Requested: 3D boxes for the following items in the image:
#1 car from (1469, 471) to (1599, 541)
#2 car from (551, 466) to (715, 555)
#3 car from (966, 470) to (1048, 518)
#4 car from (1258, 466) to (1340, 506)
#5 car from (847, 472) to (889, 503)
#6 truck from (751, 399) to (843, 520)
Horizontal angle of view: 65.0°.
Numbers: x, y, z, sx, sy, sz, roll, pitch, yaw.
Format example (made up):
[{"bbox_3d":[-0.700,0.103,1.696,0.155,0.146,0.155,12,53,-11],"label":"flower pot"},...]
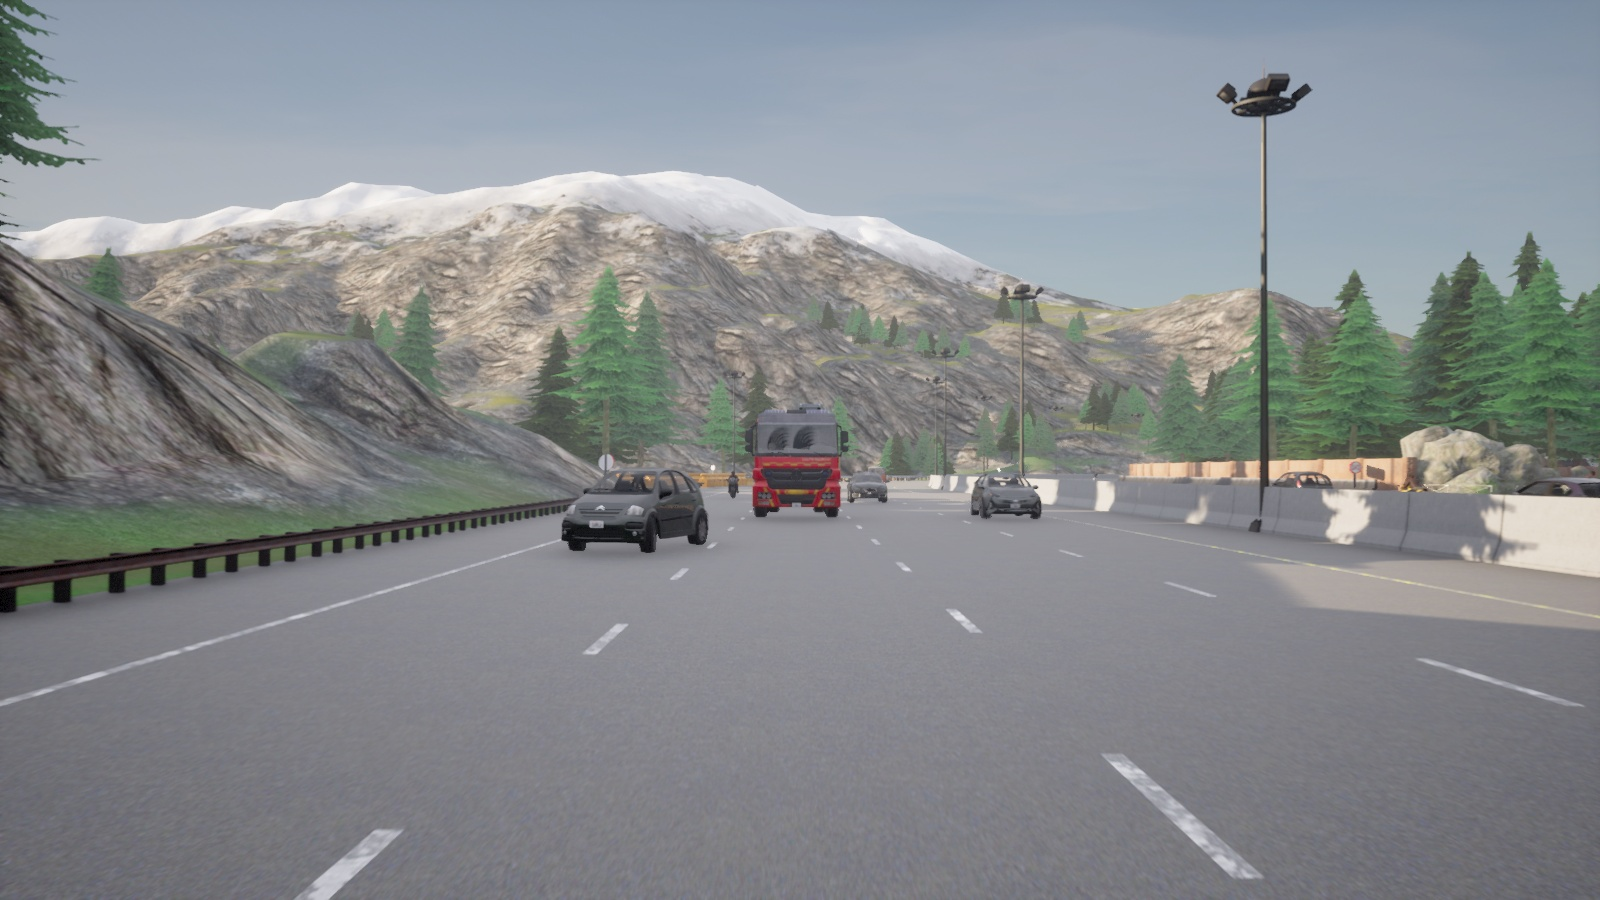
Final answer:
[{"bbox_3d":[17.430,1.236,28.890,1.816,1.474,4.193,0,-1,0],"label":"car"},{"bbox_3d":[-3.219,1.140,25.053,1.851,1.617,3.988,-1,-1,15],"label":"car"},{"bbox_3d":[6.897,1.434,42.327,2.007,1.525,4.514,0,-1,0],"label":"car"},{"bbox_3d":[20.872,1.501,52.718,1.851,1.617,3.988,0,-1,0],"label":"car"},{"bbox_3d":[3.348,1.844,62.729,1.837,1.490,4.892,0,-1,0],"label":"car"},{"bbox_3d":[-0.112,0.380,44.090,2.891,3.827,8.468,0,-1,0],"label":"truck"}]
